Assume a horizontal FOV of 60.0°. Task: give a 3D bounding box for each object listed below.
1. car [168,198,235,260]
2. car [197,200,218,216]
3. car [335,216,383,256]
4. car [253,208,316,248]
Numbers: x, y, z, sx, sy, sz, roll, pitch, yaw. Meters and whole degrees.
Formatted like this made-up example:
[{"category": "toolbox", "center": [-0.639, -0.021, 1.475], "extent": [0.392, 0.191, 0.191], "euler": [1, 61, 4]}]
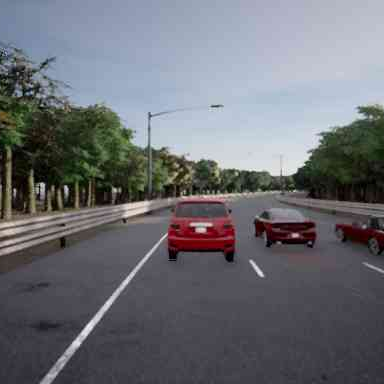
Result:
[{"category": "car", "center": [0.356, 1.214, 12.503], "extent": [2.150, 2.045, 5.566], "euler": [0, 0, 2]}, {"category": "car", "center": [1.594, 1.548, 33.157], "extent": [1.994, 1.385, 4.181], "euler": [0, 0, 5]}, {"category": "car", "center": [7.389, 1.598, 13.122], "extent": [1.895, 1.301, 4.718], "euler": [0, 0, 2]}, {"category": "car", "center": [3.962, 1.472, 14.905], "extent": [1.882, 1.535, 5.008], "euler": [0, 0, 2]}]
